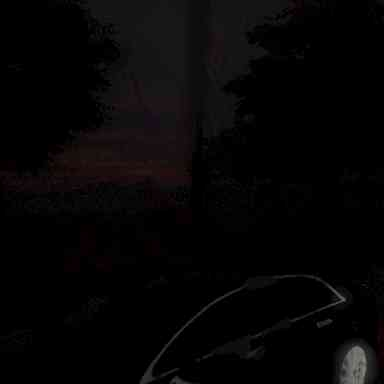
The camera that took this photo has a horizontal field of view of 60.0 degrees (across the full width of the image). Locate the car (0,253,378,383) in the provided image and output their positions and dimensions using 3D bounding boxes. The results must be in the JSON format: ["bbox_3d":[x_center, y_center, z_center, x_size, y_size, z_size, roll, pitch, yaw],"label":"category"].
[{"bbox_3d":[0.040,1.500,3.405,4.892,1.490,1.837,0,0,-36],"label":"car"}]
